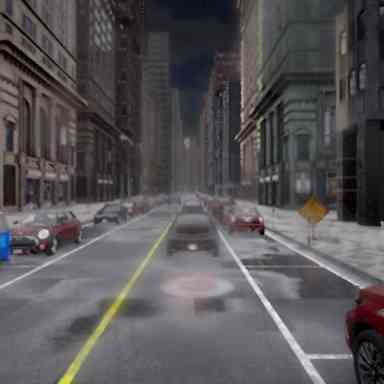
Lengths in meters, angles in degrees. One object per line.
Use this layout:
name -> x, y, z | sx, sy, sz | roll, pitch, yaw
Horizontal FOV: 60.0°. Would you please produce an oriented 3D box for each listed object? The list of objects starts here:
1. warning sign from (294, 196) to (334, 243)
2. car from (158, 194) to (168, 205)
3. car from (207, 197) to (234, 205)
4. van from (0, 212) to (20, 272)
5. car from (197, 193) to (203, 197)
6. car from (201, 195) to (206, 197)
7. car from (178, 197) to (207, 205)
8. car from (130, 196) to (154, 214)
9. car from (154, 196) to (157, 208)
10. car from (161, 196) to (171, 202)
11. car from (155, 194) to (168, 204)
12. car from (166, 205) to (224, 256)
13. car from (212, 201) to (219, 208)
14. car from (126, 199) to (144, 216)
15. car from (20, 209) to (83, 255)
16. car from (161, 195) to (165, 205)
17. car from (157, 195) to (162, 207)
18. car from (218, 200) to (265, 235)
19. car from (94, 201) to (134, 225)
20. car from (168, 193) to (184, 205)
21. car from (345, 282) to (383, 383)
warning sign -> 5.064, 1.112, 13.889 | 1.300, 1.860, 1.060 | 0, 0, 0
car -> -5.760, 1.428, 57.791 | 1.967, 1.590, 4.097 | 0, 0, 0
car -> 2.766, 1.308, 29.785 | 2.192, 1.841, 5.009 | 0, 0, 0
van -> -5.759, 1.339, 7.375 | 1.690, 1.788, 3.998 | 0, 0, 0
car -> 2.764, 1.426, 80.205 | 1.967, 1.590, 4.097 | 0, 0, 0
car -> 2.765, 1.534, 52.195 | 1.887, 1.381, 4.507 | 0, 0, 0
car -> 0.054, 1.470, 29.189 | 1.882, 1.535, 5.008 | 0, 0, 1
car -> -5.759, 1.306, 35.383 | 2.192, 1.841, 5.009 | 0, 0, 0
car -> -5.760, 1.516, 40.816 | 1.752, 1.417, 4.829 | 0, 0, 0
car -> -5.761, 1.530, 74.596 | 1.887, 1.381, 4.507 | 0, 0, 0
car -> -5.760, 1.302, 63.392 | 2.192, 1.841, 5.009 | 0, 0, 0
car -> 0.043, 1.502, 13.064 | 1.837, 1.490, 4.892 | 0, 0, 0
car -> 2.765, 1.560, 24.184 | 1.947, 1.339, 4.313 | 0, 0, 0
car -> -5.760, 1.574, 29.782 | 1.802, 1.307, 4.206 | 0, 0, 0
car -> -5.759, 1.436, 12.977 | 1.967, 1.590, 4.097 | 0, 0, 0
car -> -5.761, 1.554, 52.189 | 1.947, 1.339, 4.313 | 0, 0, 0
car -> -5.761, 1.540, 46.587 | 2.008, 1.369, 4.403 | 0, 0, 0
car -> 2.766, 1.435, 18.582 | 1.967, 1.590, 4.097 | 0, 0, 0
car -> -5.760, 1.559, 24.180 | 1.947, 1.339, 4.313 | 0, 0, 0
car -> -3.056, 1.209, 58.115 | 2.150, 2.045, 5.566 | 0, 0, 1
car -> 2.767, 1.315, 1.775 | 2.192, 1.841, 5.009 | 0, 0, 0
